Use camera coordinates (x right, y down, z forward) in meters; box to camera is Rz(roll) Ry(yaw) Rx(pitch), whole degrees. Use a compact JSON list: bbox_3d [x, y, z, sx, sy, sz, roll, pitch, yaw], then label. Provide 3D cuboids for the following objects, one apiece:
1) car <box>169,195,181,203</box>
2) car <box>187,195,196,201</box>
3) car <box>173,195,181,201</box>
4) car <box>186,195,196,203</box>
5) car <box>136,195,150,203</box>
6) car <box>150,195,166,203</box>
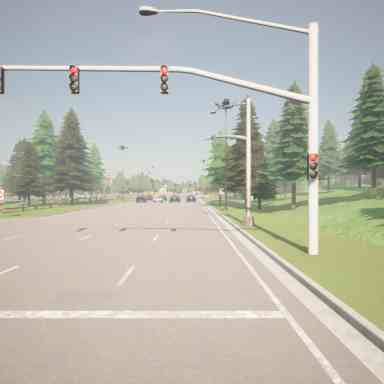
[{"bbox_3d":[-3.641,1.347,70.742,2.097,1.767,4.553,0,0,0],"label":"car"},{"bbox_3d":[-0.161,1.385,80.782,1.994,1.385,4.181,0,0,0],"label":"car"},{"bbox_3d":[-3.661,1.356,80.775,1.812,1.442,4.674,0,0,0],"label":"car"},{"bbox_3d":[-0.141,1.346,70.716,2.097,1.767,4.553,0,0,0],"label":"car"},{"bbox_3d":[-10.640,1.492,70.341,1.837,1.490,4.892,0,0,0],"label":"car"},{"bbox_3d":[-7.141,1.587,70.795,1.895,1.301,4.718,0,0,0],"label":"car"}]
